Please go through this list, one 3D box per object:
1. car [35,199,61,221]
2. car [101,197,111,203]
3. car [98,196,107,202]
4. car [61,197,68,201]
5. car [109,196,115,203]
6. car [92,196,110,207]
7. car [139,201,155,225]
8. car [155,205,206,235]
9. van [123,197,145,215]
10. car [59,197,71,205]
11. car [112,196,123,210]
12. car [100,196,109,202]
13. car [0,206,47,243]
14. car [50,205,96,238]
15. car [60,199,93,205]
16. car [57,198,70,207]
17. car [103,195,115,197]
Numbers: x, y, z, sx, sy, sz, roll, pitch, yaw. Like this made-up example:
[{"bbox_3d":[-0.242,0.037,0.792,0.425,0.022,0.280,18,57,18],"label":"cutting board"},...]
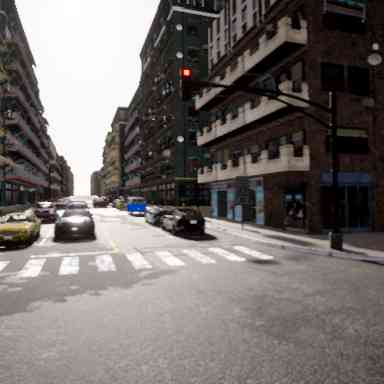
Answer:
[{"bbox_3d":[-12.101,1.578,27.190,1.967,1.590,4.097,1,0,-18],"label":"car"},{"bbox_3d":[-20.223,1.857,78.015,2.008,1.369,4.403,1,0,-18],"label":"car"},{"bbox_3d":[-23.794,1.907,88.720,2.008,1.369,4.403,1,0,-18],"label":"car"},{"bbox_3d":[-19.244,1.778,48.600,1.887,1.381,4.507,1,0,-18],"label":"car"},{"bbox_3d":[-11.295,1.766,51.251,1.802,1.307,4.206,1,0,-18],"label":"car"},{"bbox_3d":[-14.920,1.779,53.894,1.994,1.385,4.181,0,0,-18],"label":"car"},{"bbox_3d":[-2.367,1.615,24.489,2.008,1.369,4.403,1,0,-18],"label":"car"},{"bbox_3d":[-0.582,1.607,19.136,1.947,1.339,4.313,1,0,-18],"label":"car"},{"bbox_3d":[-5.936,1.453,35.195,1.690,1.788,3.998,1,0,-18],"label":"van"},{"bbox_3d":[-24.600,1.747,64.659,1.967,1.590,4.097,1,0,-18],"label":"car"},{"bbox_3d":[-9.562,1.686,46.061,1.752,1.417,4.829,1,0,-18],"label":"car"},{"bbox_3d":[-22.062,1.857,83.530,1.752,1.417,4.829,1,0,-18],"label":"car"},{"bbox_3d":[-8.476,1.615,16.323,1.752,1.417,4.829,1,0,-18],"label":"car"},{"bbox_3d":[-6.398,1.643,18.239,1.994,1.385,4.181,0,0,-18],"label":"car"},{"bbox_3d":[-9.154,1.593,26.509,1.882,1.535,5.008,0,0,-18],"label":"car"},{"bbox_3d":[-22.815,1.833,59.305,2.008,1.369,4.403,1,0,-18],"label":"car"},{"bbox_3d":[-14.863,1.547,61.958,2.192,1.841,5.009,1,0,-18],"label":"car"}]
